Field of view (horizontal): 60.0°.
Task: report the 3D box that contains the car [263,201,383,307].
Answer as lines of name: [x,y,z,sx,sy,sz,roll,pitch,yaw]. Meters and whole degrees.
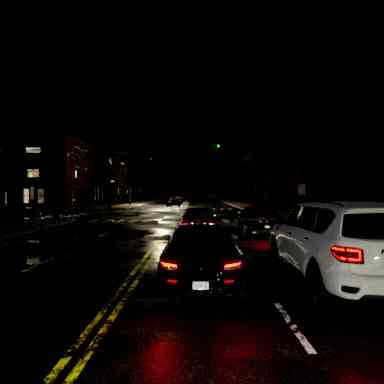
car: [3.453,1.220,8.097,2.150,2.045,5.566,0,0,1]

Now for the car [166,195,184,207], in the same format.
car: [-2.706,1.556,50.118,1.994,1.385,4.181,0,0,1]

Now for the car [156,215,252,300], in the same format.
car: [0.206,1.524,8.294,1.812,1.442,4.674,0,0,1]

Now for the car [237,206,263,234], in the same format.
car: [3.585,1.474,18.021,1.882,1.535,5.008,0,0,1]

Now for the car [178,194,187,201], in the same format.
car: [-2.280,1.337,83.057,2.097,1.767,4.553,0,0,1]

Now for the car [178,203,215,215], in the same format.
car: [0.333,1.544,17.881,2.033,1.411,5.357,0,0,1]

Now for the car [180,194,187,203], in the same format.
car: [-2.590,1.484,60.016,2.128,1.511,4.902,0,0,1]

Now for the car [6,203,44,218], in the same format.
car: [-17.755,1.816,33.067,5.357,1.411,2.033,-1,1,-1]

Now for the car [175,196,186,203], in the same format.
car: [-2.412,1.544,70.147,1.994,1.385,4.181,0,0,1]
